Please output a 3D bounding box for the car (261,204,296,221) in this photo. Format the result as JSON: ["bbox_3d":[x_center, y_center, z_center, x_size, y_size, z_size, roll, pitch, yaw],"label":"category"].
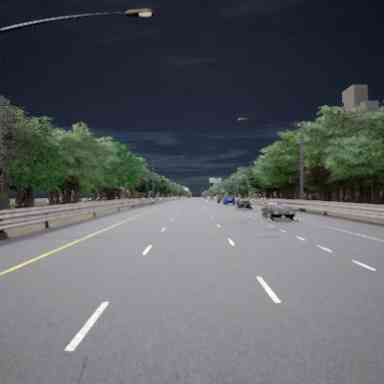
[{"bbox_3d":[7.048,1.630,27.782,1.895,1.301,4.718,0,0,0],"label":"car"}]

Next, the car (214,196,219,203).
[{"bbox_3d":[7.392,1.809,83.150,2.150,2.045,5.566,0,-1,1],"label":"car"}]

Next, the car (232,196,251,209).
[{"bbox_3d":[7.128,1.650,46.800,1.837,1.490,4.892,0,-1,0],"label":"car"}]

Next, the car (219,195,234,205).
[{"bbox_3d":[7.250,1.584,66.079,2.150,2.045,5.566,0,-1,0],"label":"car"}]
